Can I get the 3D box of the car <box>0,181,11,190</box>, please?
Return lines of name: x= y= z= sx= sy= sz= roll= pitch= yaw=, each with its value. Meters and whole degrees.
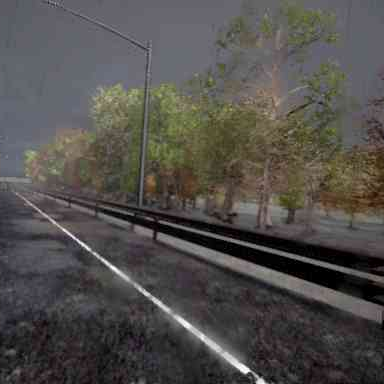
car: x=-42.779 y=-1.497 z=75.955 sx=2.150 sy=2.045 sz=5.566 roll=4 pitch=0 yaw=-30
